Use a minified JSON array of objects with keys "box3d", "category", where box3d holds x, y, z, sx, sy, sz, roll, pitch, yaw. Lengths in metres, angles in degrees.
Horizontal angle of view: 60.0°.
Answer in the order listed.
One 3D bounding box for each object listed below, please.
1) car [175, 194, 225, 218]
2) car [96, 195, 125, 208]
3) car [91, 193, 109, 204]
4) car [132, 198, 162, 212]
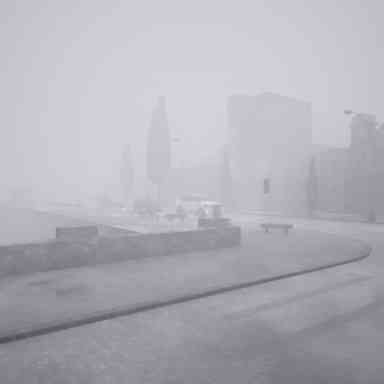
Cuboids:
[{"box3d":[0.577,1.221,30.454,2.150,2.045,5.566,0,0,-36],"category":"car"},{"box3d":[-11.372,1.547,47.228,2.033,1.411,5.357,0,0,-36],"category":"car"},{"box3d":[-17.205,1.221,62.571,2.150,2.045,5.566,0,0,-36],"category":"car"},{"box3d":[-5.339,1.505,38.746,1.837,1.490,4.892,0,0,-36],"category":"car"}]
